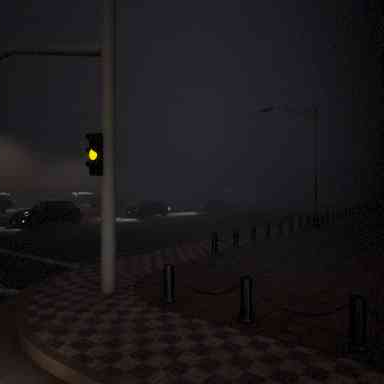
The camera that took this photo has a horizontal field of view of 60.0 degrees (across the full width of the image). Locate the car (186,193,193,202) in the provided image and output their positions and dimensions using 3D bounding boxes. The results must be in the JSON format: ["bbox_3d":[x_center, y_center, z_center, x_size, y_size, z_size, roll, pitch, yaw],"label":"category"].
[{"bbox_3d":[0.432,1.212,65.900,1.905,1.878,3.866,0,0,36],"label":"car"}]

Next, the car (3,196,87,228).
[{"bbox_3d":[-10.009,1.407,23.001,2.097,1.767,4.553,0,0,36],"label":"car"}]

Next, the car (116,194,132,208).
[{"bbox_3d":[-12.091,1.451,53.426,1.970,1.475,3.806,0,0,36],"label":"car"}]

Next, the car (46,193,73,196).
[{"bbox_3d":[-25.761,1.209,63.359,1.932,1.855,4.605,0,0,36],"label":"car"}]

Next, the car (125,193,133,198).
[{"bbox_3d":[-15.403,1.212,77.490,1.905,1.878,3.866,0,0,36],"label":"car"}]

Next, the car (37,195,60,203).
[{"bbox_3d":[-28.057,1.419,65.126,1.784,1.438,3.905,0,0,36],"label":"car"}]

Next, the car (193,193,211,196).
[{"bbox_3d":[2.733,1.209,64.142,1.932,1.855,4.605,0,0,36],"label":"car"}]

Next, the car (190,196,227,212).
[{"bbox_3d":[2.398,1.548,39.992,2.128,1.511,4.902,0,0,36],"label":"car"}]

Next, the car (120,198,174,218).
[{"bbox_3d":[-4.070,1.560,31.145,1.837,1.490,4.892,0,0,36],"label":"car"}]

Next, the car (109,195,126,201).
[{"bbox_3d":[-17.729,1.451,79.213,1.970,1.475,3.806,0,0,36],"label":"car"}]

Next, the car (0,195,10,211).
[{"bbox_3d":[-25.682,1.451,44.672,1.970,1.475,3.806,0,0,36],"label":"car"}]
